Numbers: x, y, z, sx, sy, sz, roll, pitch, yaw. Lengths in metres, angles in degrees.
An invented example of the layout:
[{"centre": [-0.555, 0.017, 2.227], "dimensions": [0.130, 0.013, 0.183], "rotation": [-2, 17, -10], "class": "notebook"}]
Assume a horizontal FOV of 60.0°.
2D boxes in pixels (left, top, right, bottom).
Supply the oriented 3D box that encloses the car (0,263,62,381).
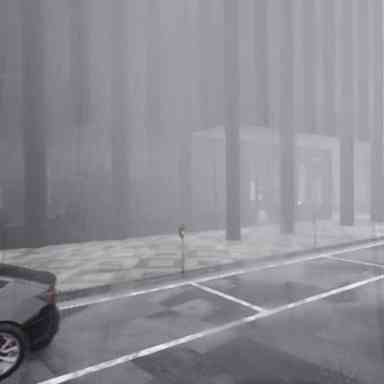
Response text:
[{"centre": [-3.795, 1.575, 3.835], "dimensions": [4.313, 1.339, 1.947], "rotation": [-1, 0, -35], "class": "car"}]
